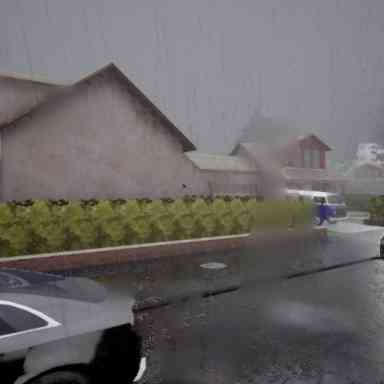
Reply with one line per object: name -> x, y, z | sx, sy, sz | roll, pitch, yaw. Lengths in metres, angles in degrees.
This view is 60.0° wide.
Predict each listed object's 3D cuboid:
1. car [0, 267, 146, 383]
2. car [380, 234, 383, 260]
car -> -2.780, 1.491, 2.673 | 4.902, 1.511, 2.128 | 0, 0, -34
car -> 7.943, 1.217, 9.974 | 5.566, 2.045, 2.150 | -1, 0, -34
